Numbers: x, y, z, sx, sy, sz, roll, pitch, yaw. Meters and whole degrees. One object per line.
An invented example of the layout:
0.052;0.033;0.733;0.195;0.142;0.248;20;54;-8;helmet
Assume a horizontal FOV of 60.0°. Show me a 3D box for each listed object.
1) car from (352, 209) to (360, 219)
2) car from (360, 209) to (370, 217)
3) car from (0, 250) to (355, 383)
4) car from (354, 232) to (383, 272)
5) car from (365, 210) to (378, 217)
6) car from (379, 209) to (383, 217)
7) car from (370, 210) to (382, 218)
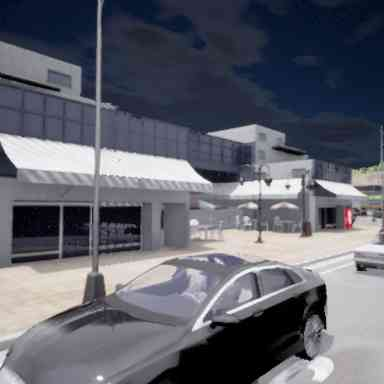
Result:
28.760;4.165;61.066;1.970;1.475;3.806;-2;-3;44;car
38.261;4.705;75.600;1.932;1.855;4.605;-2;-3;44;car
0.173;1.661;4.500;2.128;1.511;4.902;-2;-3;44;car
7.499;2.135;12.020;1.895;1.301;4.718;-2;-3;44;car
44.126;5.264;81.705;1.970;1.475;3.806;-2;-3;44;car
46.093;4.876;78.968;1.905;1.878;3.866;-2;-3;44;car
36.293;4.385;63.581;2.007;1.523;4.514;-2;-3;44;car
